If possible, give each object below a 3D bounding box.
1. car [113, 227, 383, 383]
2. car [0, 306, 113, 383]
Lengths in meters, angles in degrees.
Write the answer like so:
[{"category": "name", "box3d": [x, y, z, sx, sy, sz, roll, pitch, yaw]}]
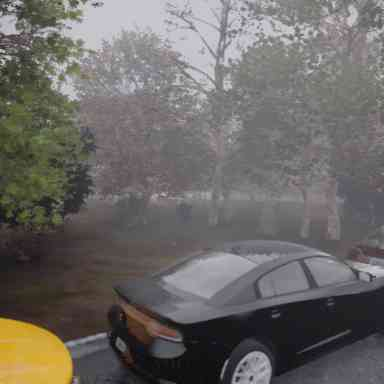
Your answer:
[{"category": "car", "box3d": [1.297, 1.481, 4.973, 5.008, 1.535, 2.097, -1, 1, -33]}, {"category": "car", "box3d": [-3.225, 1.479, 1.736, 5.008, 1.535, 2.097, 0, 1, -33]}]
